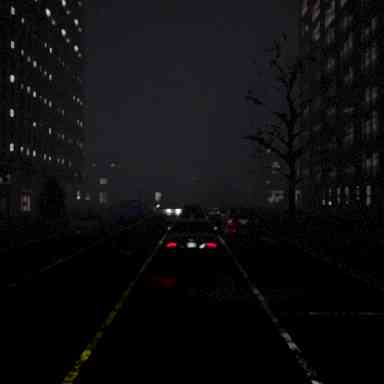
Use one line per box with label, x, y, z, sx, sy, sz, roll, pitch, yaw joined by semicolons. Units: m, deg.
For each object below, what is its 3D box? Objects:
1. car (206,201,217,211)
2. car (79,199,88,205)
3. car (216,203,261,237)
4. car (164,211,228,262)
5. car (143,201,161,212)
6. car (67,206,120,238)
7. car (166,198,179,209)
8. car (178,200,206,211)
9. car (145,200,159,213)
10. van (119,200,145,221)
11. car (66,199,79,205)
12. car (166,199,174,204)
car;2.702;1.915;36.355;2.008;1.369;4.403;0;-1;0
car;-25.435;2.182;74.229;4.829;1.417;1.752;0;-1;1
car;2.699;1.635;19.282;1.967;1.590;4.097;0;-1;0
car;0.010;1.676;12.547;2.033;1.411;5.357;0;-1;1
car;-5.676;2.028;47.758;2.008;1.369;4.403;0;-1;0
car;-5.682;1.719;19.128;1.752;1.417;4.829;0;-1;0
car;-3.004;2.158;55.815;1.895;1.301;4.718;0;-1;0
car;0.038;1.771;29.250;1.882;1.535;5.008;0;0;1
car;-5.676;1.861;42.067;1.967;1.590;4.097;0;-1;0
van;-5.679;1.650;30.684;1.690;1.788;3.998;0;-1;0
car;-25.398;2.081;65.847;4.403;1.369;2.008;0;-1;1
car;-5.668;2.437;85.834;1.802;1.307;4.206;0;-1;0
